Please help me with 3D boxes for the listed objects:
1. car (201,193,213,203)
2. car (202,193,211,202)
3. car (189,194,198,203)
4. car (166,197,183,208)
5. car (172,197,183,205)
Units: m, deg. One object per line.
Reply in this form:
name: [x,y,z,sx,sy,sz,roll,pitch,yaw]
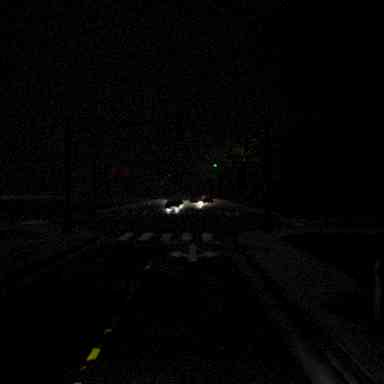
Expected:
car: [3.669,1.625,75.475,2.097,1.767,4.553,0,0,0]
car: [3.673,1.367,85.544,2.150,2.045,5.566,0,0,0]
car: [0.419,1.817,75.506,1.994,1.385,4.181,0,0,0]
car: [-2.905,1.752,50.929,1.994,1.385,4.181,0,0,0]
car: [-2.842,1.743,66.273,2.128,1.511,4.902,0,0,0]
